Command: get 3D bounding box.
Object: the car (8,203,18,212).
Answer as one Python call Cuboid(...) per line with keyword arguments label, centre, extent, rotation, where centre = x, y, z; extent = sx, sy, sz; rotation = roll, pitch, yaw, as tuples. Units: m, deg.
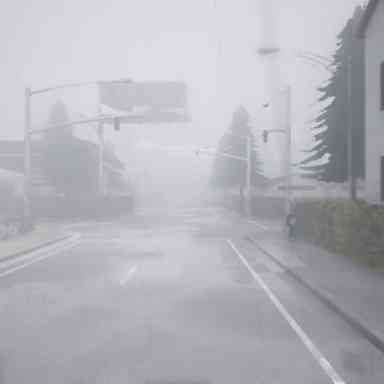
Cuboid(label="car", centre=(-22.170, 1.889, 44.621), extent=(4.611, 1.667, 2.242), rotation=(0, 0, 0))
